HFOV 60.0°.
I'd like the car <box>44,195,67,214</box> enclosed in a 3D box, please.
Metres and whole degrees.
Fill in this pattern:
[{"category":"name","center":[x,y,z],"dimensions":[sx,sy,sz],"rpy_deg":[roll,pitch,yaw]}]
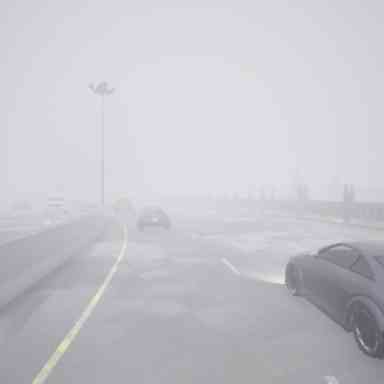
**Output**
[{"category":"car","center":[-15.458,1.387,37.679],"dimensions":[2.150,2.045,5.566],"rpy_deg":[0,0,-24]}]

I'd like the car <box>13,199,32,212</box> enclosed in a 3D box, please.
[{"category":"car","center":[-21.751,1.685,42.701],"dimensions":[1.882,1.535,5.008],"rpy_deg":[0,0,-27]}]

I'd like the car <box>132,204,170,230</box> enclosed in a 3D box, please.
[{"category":"car","center":[-2.656,1.632,21.865],"dimensions":[1.994,1.385,4.181],"rpy_deg":[0,0,-13]}]

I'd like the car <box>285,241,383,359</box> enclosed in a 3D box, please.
[{"category":"car","center":[3.214,1.565,6.021],"dimensions":[1.994,1.385,4.181],"rpy_deg":[0,0,-4]}]

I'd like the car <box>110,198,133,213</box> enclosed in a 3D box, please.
[{"category":"car","center":[-8.221,1.488,38.860],"dimensions":[2.097,1.767,4.553],"rpy_deg":[0,0,-23]}]
